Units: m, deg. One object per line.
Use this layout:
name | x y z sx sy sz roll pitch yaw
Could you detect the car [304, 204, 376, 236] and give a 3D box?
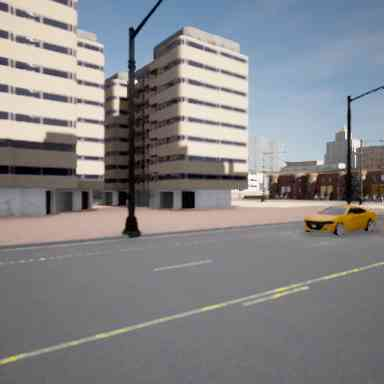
car | 8.270 1.471 18.479 5.008 1.535 1.882 0 0 -35
